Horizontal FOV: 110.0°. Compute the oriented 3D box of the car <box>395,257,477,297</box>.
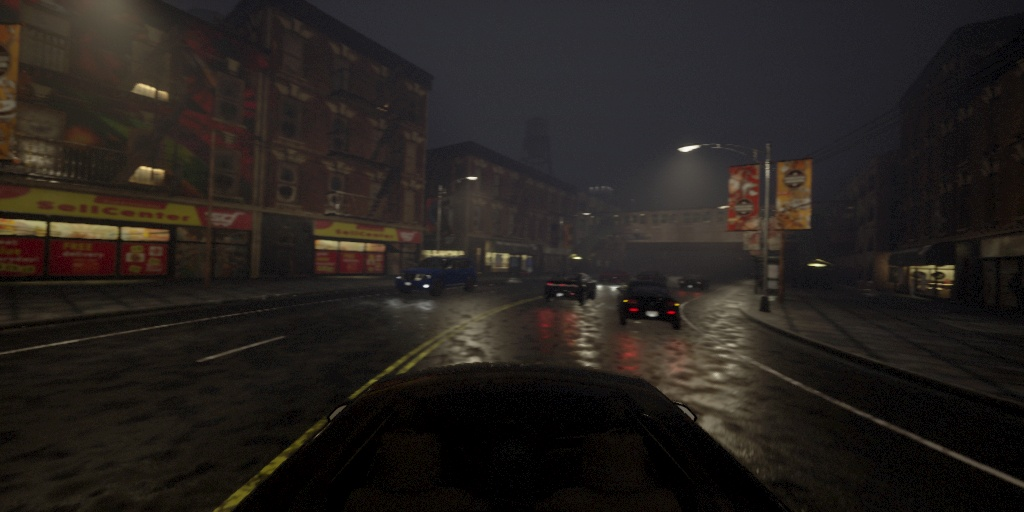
[{"bbox_3d":[-3.949,1.053,19.878,2.150,2.045,5.566,2,-1,23],"label":"car"}]

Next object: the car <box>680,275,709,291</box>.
[{"bbox_3d":[16.432,2.347,32.207,1.895,1.301,4.718,2,-1,36],"label":"car"}]

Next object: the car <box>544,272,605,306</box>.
[{"bbox_3d":[3.060,1.560,18.002,2.128,1.511,4.902,2,-1,23],"label":"car"}]

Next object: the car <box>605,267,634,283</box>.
[{"bbox_3d":[10.353,2.046,36.053,1.882,1.535,5.008,2,-1,36],"label":"car"}]

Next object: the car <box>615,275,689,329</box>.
[{"bbox_3d":[4.776,1.594,12.846,1.812,1.442,4.674,2,-1,15],"label":"car"}]

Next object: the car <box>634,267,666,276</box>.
[{"bbox_3d":[13.167,2.120,33.625,1.882,1.535,5.008,2,-1,35],"label":"car"}]
